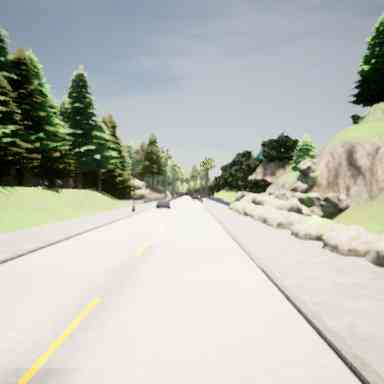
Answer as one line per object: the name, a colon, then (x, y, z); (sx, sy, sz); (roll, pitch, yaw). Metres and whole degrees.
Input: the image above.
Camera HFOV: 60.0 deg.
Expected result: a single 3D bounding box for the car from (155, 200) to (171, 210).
car: (-4.066, 1.778, 47.598); (1.994, 1.385, 4.181); (0, 0, 0)
